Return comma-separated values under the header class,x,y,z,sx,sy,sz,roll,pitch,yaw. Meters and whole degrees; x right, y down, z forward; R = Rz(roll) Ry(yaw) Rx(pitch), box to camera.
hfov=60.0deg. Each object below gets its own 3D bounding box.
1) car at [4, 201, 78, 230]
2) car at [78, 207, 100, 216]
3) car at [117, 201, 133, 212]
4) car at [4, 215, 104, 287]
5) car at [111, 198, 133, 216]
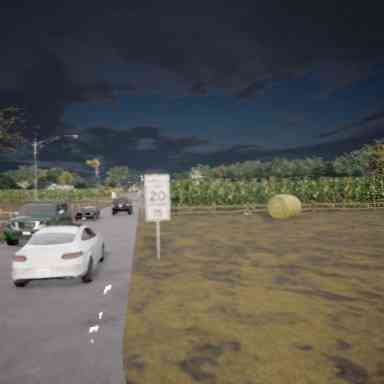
class,x,y,z,sx,sy,sz,roll,pitch,yaw
car,-7.830,1.531,17.558,2.150,2.045,5.566,-1,-1,-9
car,-10.086,2.090,32.144,1.895,1.301,4.718,-1,0,-9
car,-10.065,2.183,50.323,2.033,1.411,5.357,-1,0,-9
car,-3.720,1.663,9.785,1.812,1.442,4.674,-1,-1,-9
car,-8.433,1.738,40.148,2.150,2.045,5.566,-1,0,-8
